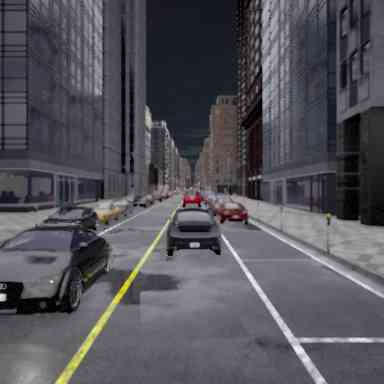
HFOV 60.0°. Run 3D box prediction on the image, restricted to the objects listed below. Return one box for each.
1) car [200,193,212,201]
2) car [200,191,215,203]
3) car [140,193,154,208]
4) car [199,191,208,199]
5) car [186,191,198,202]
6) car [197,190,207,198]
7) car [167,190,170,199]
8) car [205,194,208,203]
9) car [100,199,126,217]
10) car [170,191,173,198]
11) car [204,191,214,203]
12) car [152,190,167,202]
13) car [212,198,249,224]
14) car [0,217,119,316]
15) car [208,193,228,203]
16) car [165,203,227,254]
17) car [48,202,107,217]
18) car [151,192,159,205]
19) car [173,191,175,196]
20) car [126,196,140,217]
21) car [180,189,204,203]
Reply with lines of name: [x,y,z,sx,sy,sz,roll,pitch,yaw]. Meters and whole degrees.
car: [2.523,0.909,61.436,2.008,1.369,4.403,1,1,0]
car: [2.540,0.731,55.810,2.192,1.841,5.009,1,1,0]
car: [-5.947,1.155,38.926,1.947,1.339,4.313,1,1,0]
car: [2.497,0.686,72.683,1.967,1.590,4.097,1,1,0]
car: [-0.047,0.730,59.371,2.097,1.767,4.553,0,0,0]
car: [2.470,0.448,83.930,2.192,1.841,5.009,1,1,0]
car: [-6.016,0.846,67.047,1.887,1.381,4.507,1,1,0]
car: [2.593,1.193,33.317,1.887,1.381,4.507,1,1,0]
car: [-5.904,1.292,21.884,1.752,1.417,4.829,1,1,0]
car: [-6.028,0.560,72.669,2.192,1.841,5.009,1,1,0]
car: [2.566,0.971,44.563,1.967,1.590,4.097,1,1,0]
car: [-5.986,0.730,55.796,2.192,1.841,5.009,1,1,0]
car: [2.621,1.310,22.068,1.887,1.381,4.507,1,1,0]
car: [-3.120,1.484,7.331,1.994,1.385,4.181,0,1,0]
car: [2.608,1.147,27.691,1.967,1.590,4.097,1,1,0]
car: [0.043,1.369,12.740,1.837,1.490,4.892,0,1,-1]
car: [-5.891,1.390,16.429,1.947,1.339,4.313,1,1,0]
car: [-5.960,1.075,44.550,1.887,1.381,4.507,1,1,0]
car: [-6.057,0.660,83.750,1.752,1.417,4.829,1,1,0]
car: [-5.919,1.257,27.678,2.008,1.369,4.403,1,1,0]
car: [-0.004,0.784,41.433,2.150,2.045,5.566,0,1,0]
